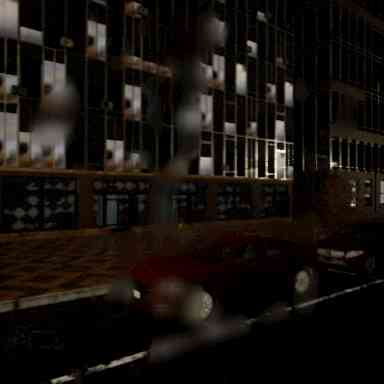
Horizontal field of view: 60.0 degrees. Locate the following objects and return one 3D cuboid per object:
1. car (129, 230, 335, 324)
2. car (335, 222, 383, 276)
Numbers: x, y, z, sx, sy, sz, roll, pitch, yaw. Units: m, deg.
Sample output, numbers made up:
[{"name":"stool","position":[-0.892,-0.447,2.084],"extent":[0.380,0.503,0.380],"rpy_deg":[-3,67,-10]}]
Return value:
[{"name":"car","position":[0.863,1.565,7.170],"extent":[4.507,1.381,1.887],"rpy_deg":[0,0,-35]},{"name":"car","position":[5.499,1.627,10.474],"extent":[4.206,1.307,1.802],"rpy_deg":[0,0,-35]}]
